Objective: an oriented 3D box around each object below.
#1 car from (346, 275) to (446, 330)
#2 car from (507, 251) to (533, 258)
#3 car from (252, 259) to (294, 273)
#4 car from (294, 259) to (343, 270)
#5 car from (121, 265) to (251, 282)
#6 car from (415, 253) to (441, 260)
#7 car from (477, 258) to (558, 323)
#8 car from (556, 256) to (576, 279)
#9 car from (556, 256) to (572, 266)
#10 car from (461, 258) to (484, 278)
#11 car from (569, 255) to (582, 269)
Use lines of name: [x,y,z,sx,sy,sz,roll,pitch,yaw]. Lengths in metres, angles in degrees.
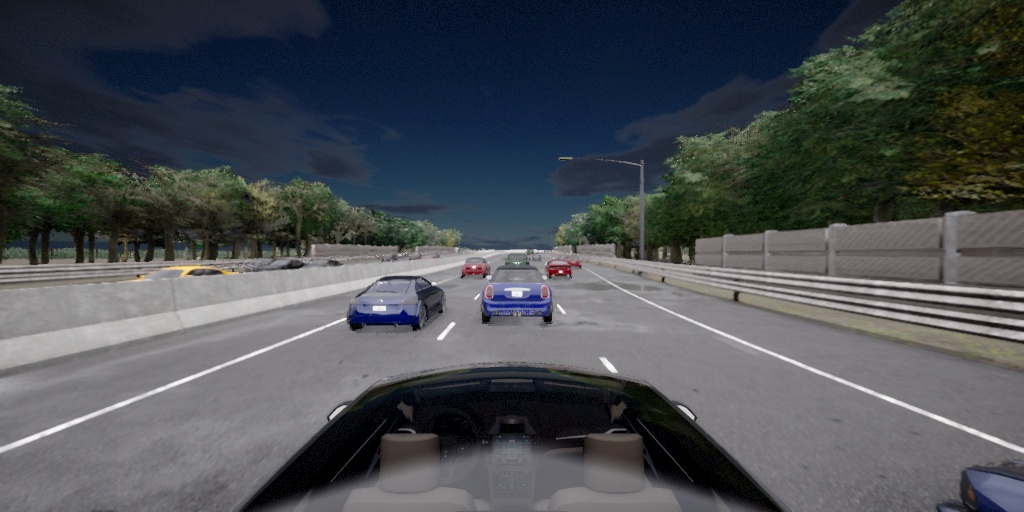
car: [-3.348,1.287,11.102,1.994,1.385,4.181,0,0,0]
car: [0.483,0.772,31.274,2.150,2.045,5.566,0,1,1]
car: [-20.686,1.024,32.709,1.882,1.535,5.008,0,1,1]
car: [-17.188,1.049,32.630,1.837,1.490,4.892,0,1,1]
car: [-14.008,1.173,15.205,1.882,1.535,5.008,0,0,1]
car: [-13.082,0.641,56.117,1.882,1.535,5.008,0,1,2]
car: [0.162,1.068,12.183,2.097,1.767,4.553,0,0,0]
car: [3.860,1.038,30.332,1.882,1.535,5.008,0,1,1]
car: [7.976,0.721,55.695,1.994,1.385,4.181,0,1,1]
car: [-3.023,0.908,30.912,2.097,1.767,4.553,0,1,1]
car: [7.599,0.697,45.603,2.097,1.767,4.553,0,1,3]
